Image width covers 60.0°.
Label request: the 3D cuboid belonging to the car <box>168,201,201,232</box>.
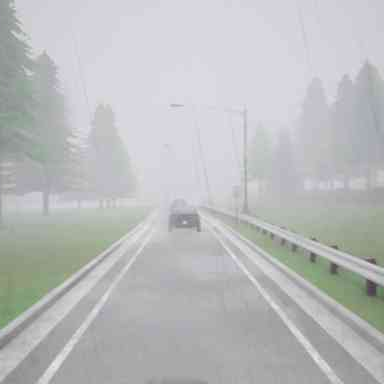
[{"bbox_3d":[-0.515,1.563,21.037,1.882,1.535,5.008,0,0,-3],"label":"car"}]

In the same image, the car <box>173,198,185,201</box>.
[{"bbox_3d":[-1.573,1.515,39.972,2.097,1.767,4.553,0,0,-3],"label":"car"}]
